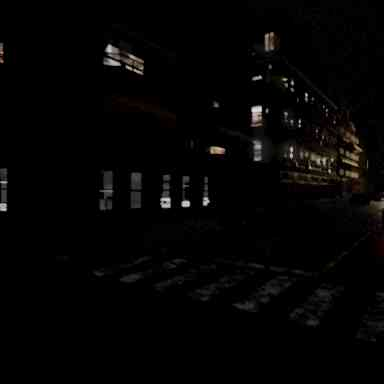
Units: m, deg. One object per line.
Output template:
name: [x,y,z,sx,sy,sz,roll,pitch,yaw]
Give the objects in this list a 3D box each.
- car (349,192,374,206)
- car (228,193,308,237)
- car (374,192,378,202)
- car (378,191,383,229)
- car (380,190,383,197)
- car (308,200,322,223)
car: [19.694,0.842,39.100,1.947,1.339,4.313,2,2,35]
car: [3.670,0.995,16.314,2.192,1.841,5.009,2,2,35]
car: [26.105,0.681,48.211,1.947,1.339,4.313,2,2,35]
car: [11.446,0.902,17.397,2.150,2.045,5.566,1,1,36]
car: [38.928,0.339,66.434,1.887,1.381,4.507,2,2,35]
car: [6.872,1.143,20.877,1.887,1.381,4.507,2,2,35]
